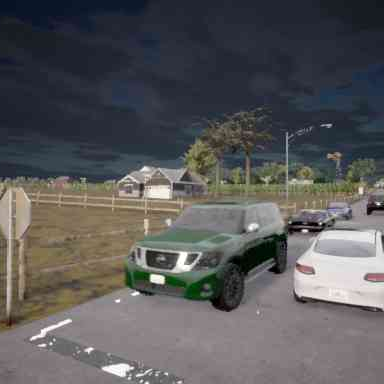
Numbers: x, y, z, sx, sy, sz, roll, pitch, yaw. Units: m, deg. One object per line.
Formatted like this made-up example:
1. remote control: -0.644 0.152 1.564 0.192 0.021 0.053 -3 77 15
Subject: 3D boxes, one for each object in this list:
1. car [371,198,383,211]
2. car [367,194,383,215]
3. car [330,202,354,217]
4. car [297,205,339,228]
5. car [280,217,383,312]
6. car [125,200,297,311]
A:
1. car: 24.384 1.594 42.903 2.033 1.411 5.357 0 0 30
2. car: 19.200 1.265 33.991 2.150 2.045 5.566 0 0 32
3. car: 12.441 1.573 28.175 1.812 1.442 4.674 0 0 30
4. car: 6.711 1.636 18.441 1.895 1.301 4.718 0 0 30
5. car: 3.598 1.534 7.522 1.812 1.442 4.674 0 0 30
6. car: 0.788 1.244 8.389 2.150 2.045 5.566 0 -1 31
